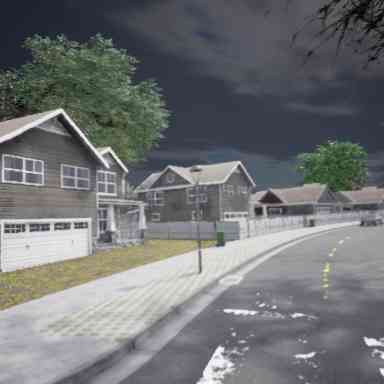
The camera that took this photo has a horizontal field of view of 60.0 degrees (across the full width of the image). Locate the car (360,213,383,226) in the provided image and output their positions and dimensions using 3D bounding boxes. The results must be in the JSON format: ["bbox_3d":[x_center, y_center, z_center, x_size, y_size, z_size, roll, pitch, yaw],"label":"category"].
[{"bbox_3d":[22.693,3.482,41.946,1.837,1.490,4.892,-6,-6,41],"label":"car"}]
